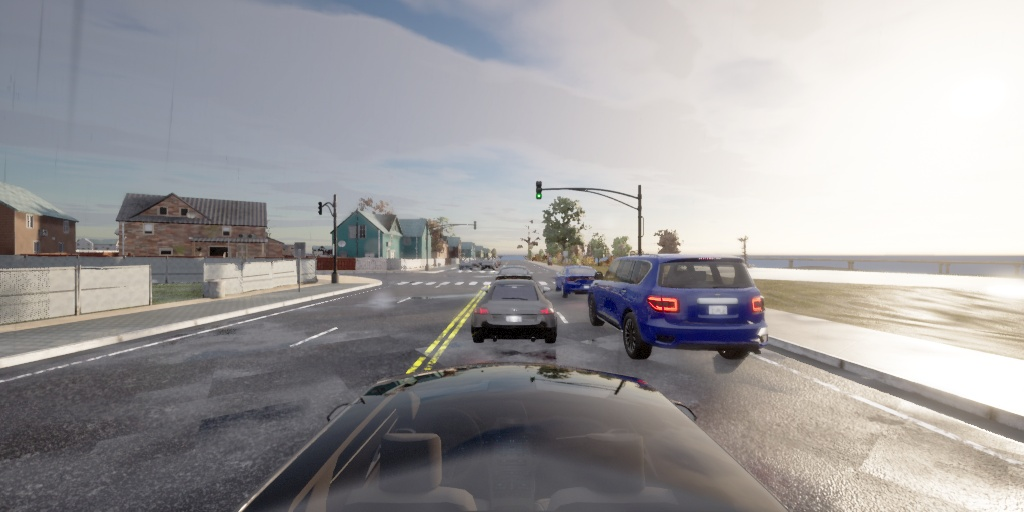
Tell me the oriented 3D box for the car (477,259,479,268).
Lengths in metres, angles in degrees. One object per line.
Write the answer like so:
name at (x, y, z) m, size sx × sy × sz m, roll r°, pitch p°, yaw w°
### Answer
car at (-6.549, 1.340, 62.426) m, size 2.033 × 1.411 × 5.357 m, roll 0°, pitch 0°, yaw 0°

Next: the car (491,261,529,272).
car at (0.107, 1.229, 18.605) m, size 1.882 × 1.535 × 5.008 m, roll 0°, pitch 0°, yaw 0°

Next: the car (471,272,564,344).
car at (0.088, 1.314, 9.659) m, size 1.994 × 1.385 × 4.181 m, roll 0°, pitch 0°, yaw 1°

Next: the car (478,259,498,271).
car at (-3.321, 1.281, 51.147) m, size 1.837 × 1.490 × 4.892 m, roll 0°, pitch 0°, yaw 0°

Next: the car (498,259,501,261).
car at (-3.306, 1.315, 60.410) m, size 1.812 × 1.442 × 4.674 m, roll 0°, pitch 0°, yaw 0°

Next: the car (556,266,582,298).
car at (3.356, 1.228, 18.447) m, size 1.882 × 1.535 × 5.008 m, roll 0°, pitch 0°, yaw 1°

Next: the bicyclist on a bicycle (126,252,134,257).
bicyclist on a bicycle at (-29.604, 0.544, 27.779) m, size 0.582 × 1.620 × 1.656 m, roll 1°, pitch 0°, yaw -35°

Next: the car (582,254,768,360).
car at (3.348, 0.971, 8.503) m, size 2.150 × 2.045 × 5.566 m, roll 0°, pitch 0°, yaw 0°

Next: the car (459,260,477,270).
car at (-6.600, 1.325, 52.232) m, size 2.033 × 1.411 × 5.357 m, roll 0°, pitch 0°, yaw -2°
